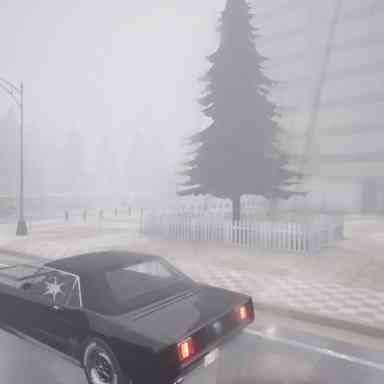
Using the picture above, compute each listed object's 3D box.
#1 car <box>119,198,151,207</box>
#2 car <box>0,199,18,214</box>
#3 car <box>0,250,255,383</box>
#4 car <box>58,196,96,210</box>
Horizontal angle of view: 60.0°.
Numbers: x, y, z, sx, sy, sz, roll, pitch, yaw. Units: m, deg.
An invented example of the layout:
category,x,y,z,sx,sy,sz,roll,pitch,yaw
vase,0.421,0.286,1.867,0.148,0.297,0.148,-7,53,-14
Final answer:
category,x,y,z,sx,sy,sz,roll,pitch,yaw
car,-8.538,1.547,50.412,2.033,1.411,5.357,0,0,36
car,-20.448,1.478,33.912,1.882,1.535,5.008,0,0,36
car,-1.571,1.601,5.130,4.718,1.301,1.895,0,0,36
car,-14.550,1.352,42.086,2.097,1.767,4.553,0,0,36
